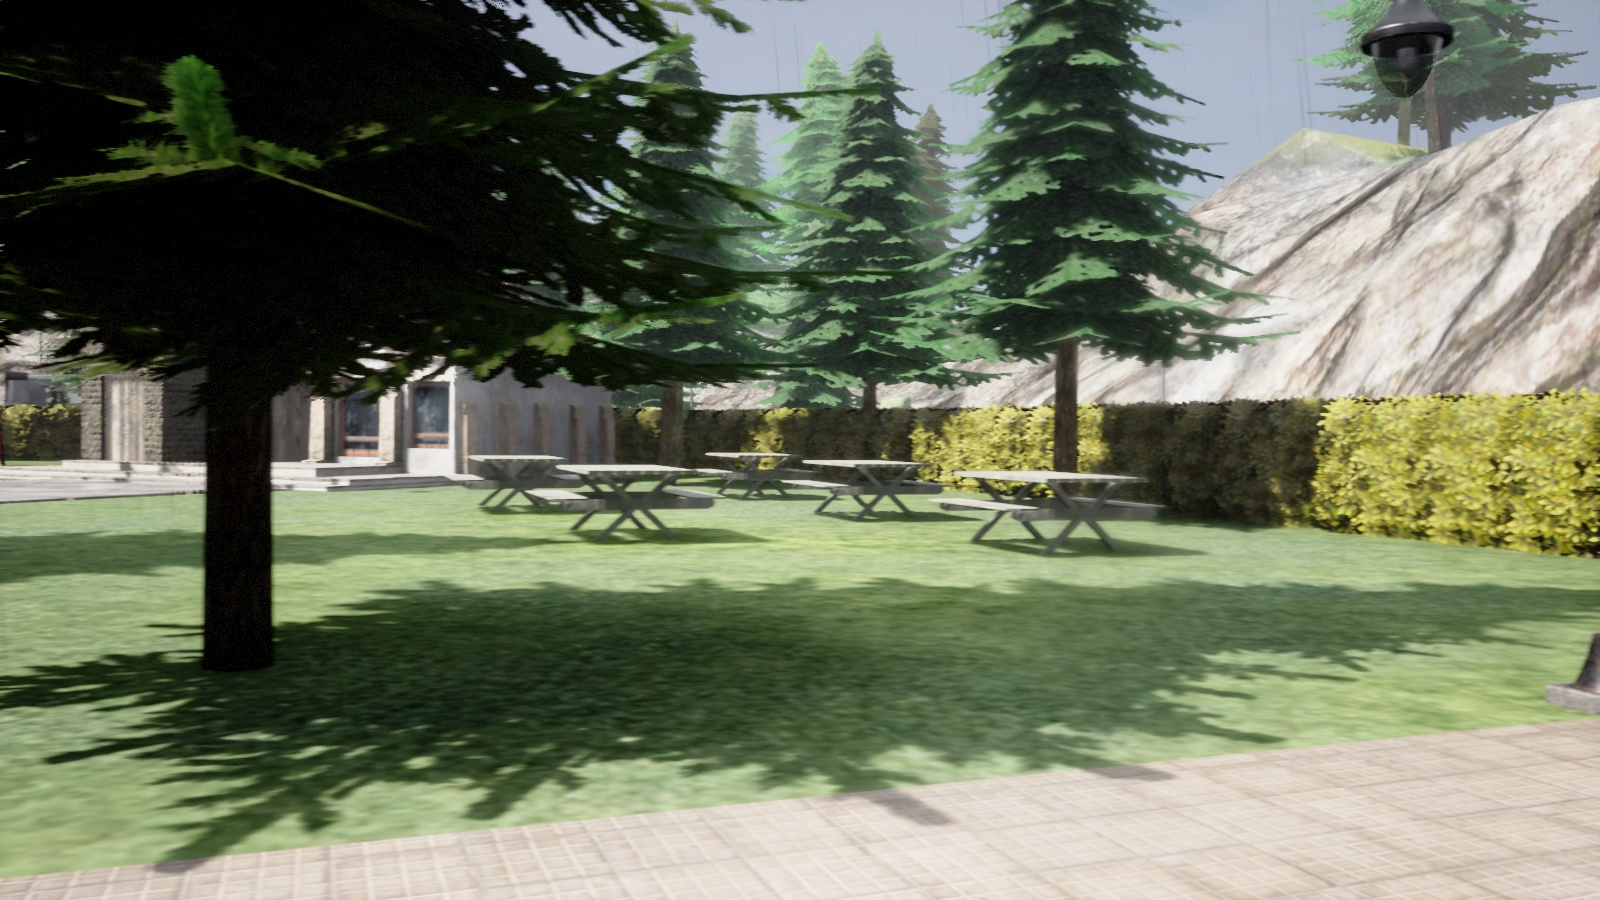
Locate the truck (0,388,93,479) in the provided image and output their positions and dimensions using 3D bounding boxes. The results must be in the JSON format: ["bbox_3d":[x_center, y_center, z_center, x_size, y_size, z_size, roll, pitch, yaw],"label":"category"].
[{"bbox_3d":[-32.144,-0.627,48.580,7.936,3.462,2.891,-1,1,-20],"label":"truck"}]
